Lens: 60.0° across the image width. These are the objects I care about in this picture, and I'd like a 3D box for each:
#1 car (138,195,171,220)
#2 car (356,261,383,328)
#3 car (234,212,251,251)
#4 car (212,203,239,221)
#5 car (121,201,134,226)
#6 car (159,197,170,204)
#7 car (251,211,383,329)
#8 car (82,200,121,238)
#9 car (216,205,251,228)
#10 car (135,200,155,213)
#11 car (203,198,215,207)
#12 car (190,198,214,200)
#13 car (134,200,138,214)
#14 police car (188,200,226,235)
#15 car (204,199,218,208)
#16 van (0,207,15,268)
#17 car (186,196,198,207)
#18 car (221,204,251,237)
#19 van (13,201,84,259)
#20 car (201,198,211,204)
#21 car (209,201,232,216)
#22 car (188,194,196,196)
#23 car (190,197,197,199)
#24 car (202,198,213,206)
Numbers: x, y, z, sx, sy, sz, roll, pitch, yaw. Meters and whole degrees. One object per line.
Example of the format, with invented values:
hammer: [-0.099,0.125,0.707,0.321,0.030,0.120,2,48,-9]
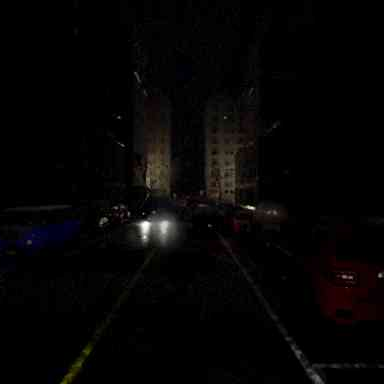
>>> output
car: [-3.093,1.338,29.970,2.150,2.045,5.566,0,0,0]
car: [2.852,1.532,1.515,1.752,1.417,4.829,-1,0,0]
car: [2.858,1.633,12.516,1.802,1.307,4.206,-1,0,0]
car: [2.866,1.681,29.274,1.947,1.339,4.313,-1,0,0]
car: [-5.673,1.534,23.691,1.967,1.590,4.097,-1,0,0]
car: [-5.661,1.791,68.376,1.887,1.381,4.507,-1,0,0]
car: [2.852,1.344,6.931,2.192,1.841,5.009,-1,0,0]
car: [-5.676,1.388,18.105,2.192,1.841,5.009,-1,0,0]
car: [2.863,1.660,23.688,1.947,1.339,4.313,-1,0,0]
car: [-5.668,1.738,40.447,1.802,1.307,4.206,-1,0,0]
car: [2.879,1.738,57.373,1.752,1.417,4.829,-1,0,0]
car: [0.906,1.593,29.331,1.882,1.535,5.008,0,0,0]
car: [-5.671,1.576,34.862,1.967,1.590,4.097,-1,0,0]
police car: [0.903,1.503,19.440,1.930,1.638,5.238,0,0,0]
car: [2.876,1.745,51.617,2.008,1.369,4.403,-1,0,0]
van: [-5.678,1.370,6.934,1.690,1.788,3.998,-1,0,0]
car: [0.012,1.808,55.642,1.895,1.301,4.718,0,0,0]
car: [2.860,1.598,18.272,1.752,1.417,4.829,-1,0,0]
van: [-5.677,1.392,12.519,1.690,1.788,3.998,-1,0,0]
car: [2.884,1.828,68.375,1.802,1.307,4.206,-1,0,0]
car: [2.868,1.686,34.860,2.008,1.369,4.403,-1,0,0]
car: [0.015,1.335,70.536,2.150,2.045,5.566,0,0,0]
car: [0.907,1.643,35.330,1.837,1.490,4.892,0,0,0]
car: [2.881,1.795,62.789,1.947,1.339,4.313,-1,0,0]
